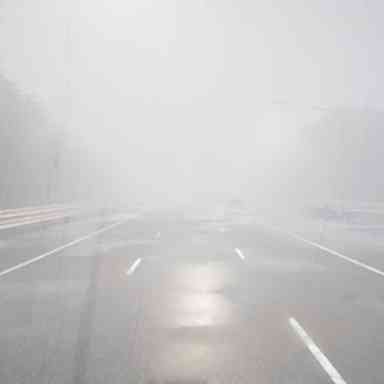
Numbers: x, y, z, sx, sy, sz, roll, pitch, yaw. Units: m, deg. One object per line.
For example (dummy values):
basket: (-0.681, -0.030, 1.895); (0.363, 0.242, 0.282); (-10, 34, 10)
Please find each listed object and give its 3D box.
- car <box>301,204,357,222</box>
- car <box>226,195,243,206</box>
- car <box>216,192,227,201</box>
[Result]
car: (10.572, 1.573, 26.129); (1.895, 1.301, 4.718); (0, 0, -13)
car: (6.892, 1.483, 52.506); (1.895, 1.301, 4.718); (0, 0, 1)
car: (7.053, 1.068, 78.806); (2.150, 2.045, 5.566); (0, 0, 0)
